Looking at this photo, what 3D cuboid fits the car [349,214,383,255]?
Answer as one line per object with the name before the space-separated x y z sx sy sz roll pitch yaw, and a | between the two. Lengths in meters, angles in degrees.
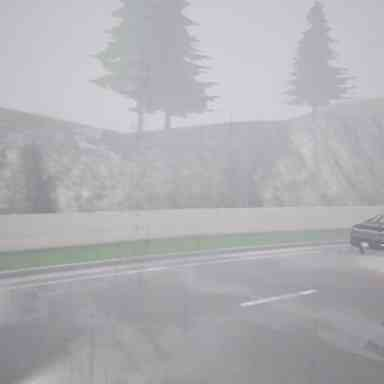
car | 7.680 1.446 11.293 4.902 1.511 2.128 0 0 -21
